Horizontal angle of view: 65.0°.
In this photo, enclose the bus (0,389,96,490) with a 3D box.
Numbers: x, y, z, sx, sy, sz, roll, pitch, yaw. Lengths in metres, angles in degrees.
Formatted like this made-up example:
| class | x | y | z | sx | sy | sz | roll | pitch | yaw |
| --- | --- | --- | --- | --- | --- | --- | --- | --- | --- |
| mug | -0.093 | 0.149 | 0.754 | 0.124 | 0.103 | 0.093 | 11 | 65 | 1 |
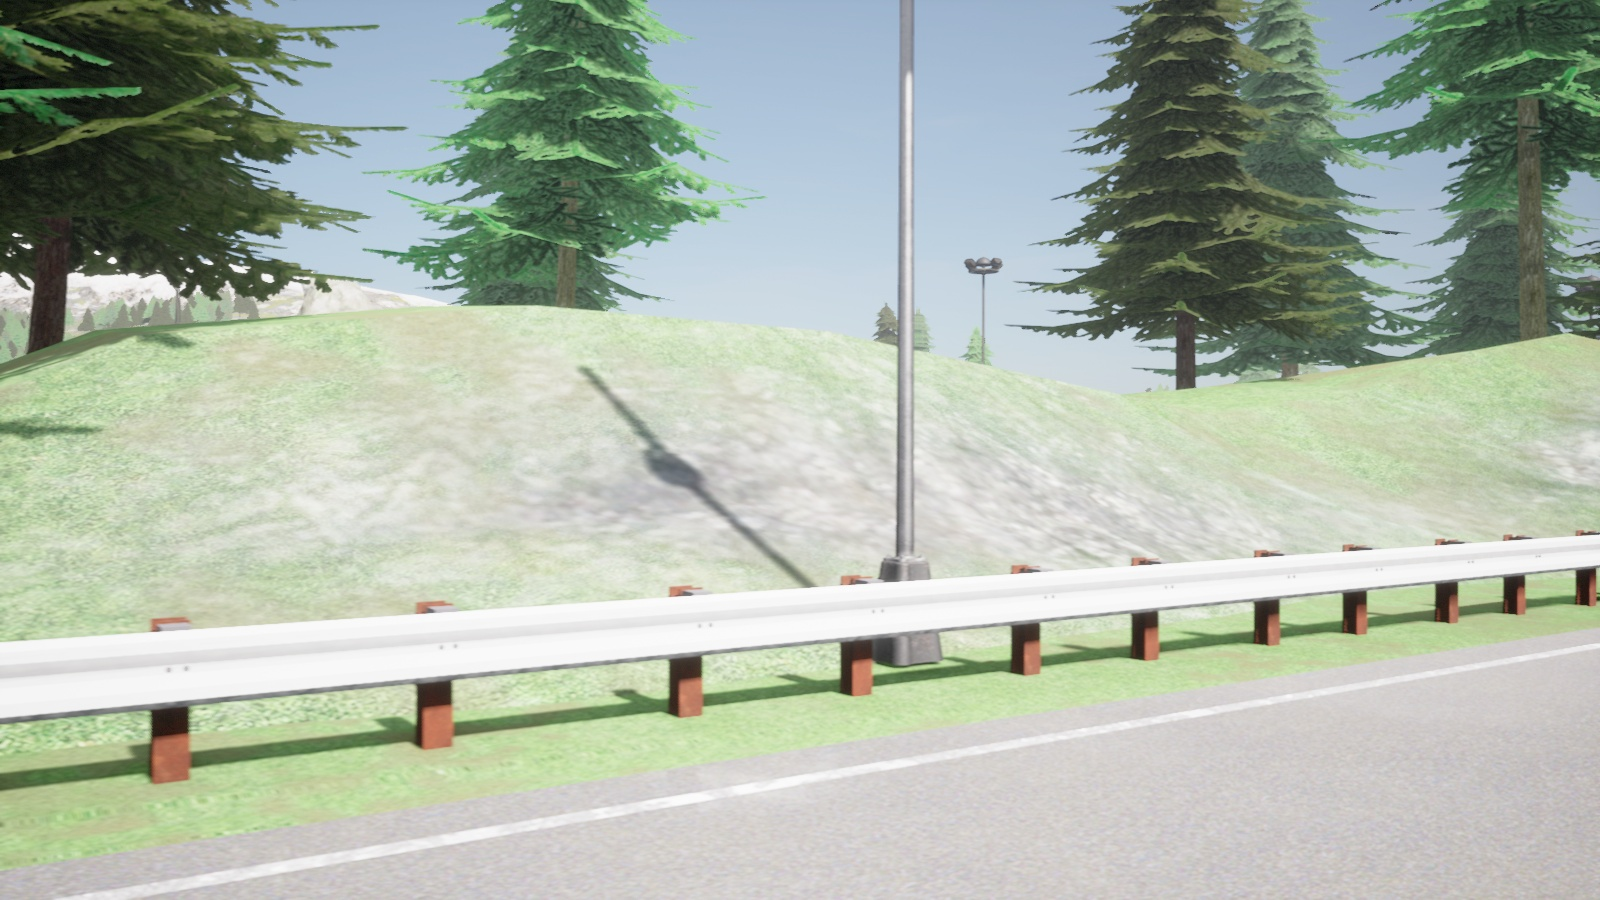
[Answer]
| class | x | y | z | sx | sy | sz | roll | pitch | yaw |
| --- | --- | --- | --- | --- | --- | --- | --- | --- | --- |
| bus | -36.155 | -0.422 | 53.714 | 10.273 | 4.253 | 3.944 | 0 | 0 | -34 |
